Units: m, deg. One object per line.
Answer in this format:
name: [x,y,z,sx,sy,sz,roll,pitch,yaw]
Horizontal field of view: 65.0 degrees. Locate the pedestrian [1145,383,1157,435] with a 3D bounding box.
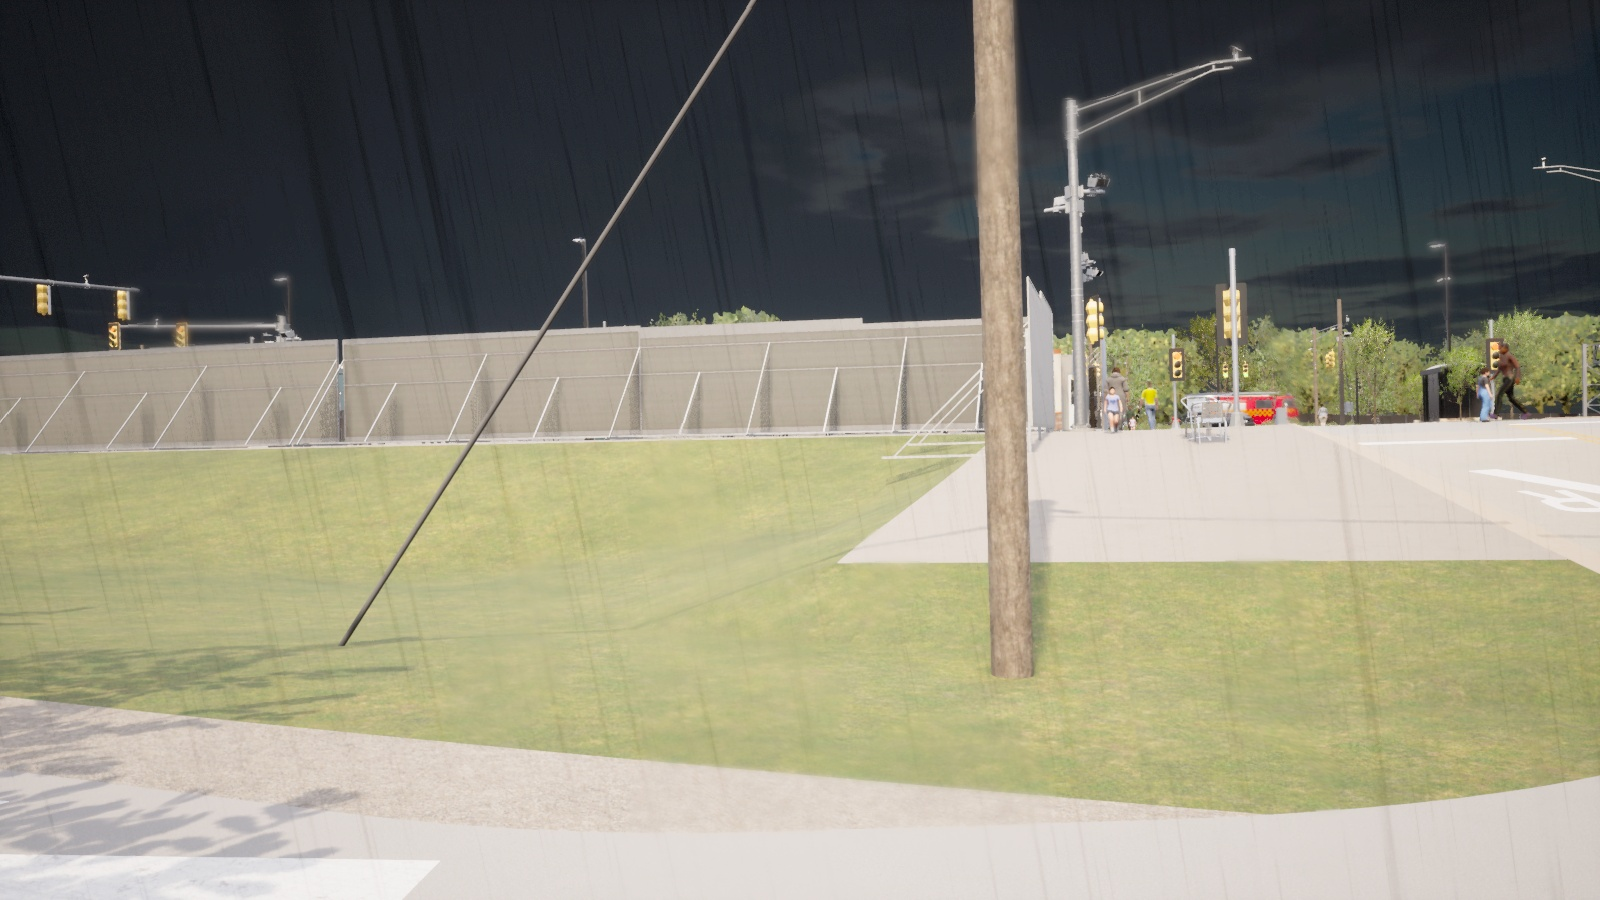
pedestrian: [12.383,-1.438,44.319,0.354,1.836,0.706,-1,0,13]

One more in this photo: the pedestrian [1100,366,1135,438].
pedestrian: [8.816,-1.329,34.848,0.659,1.952,0.873,-1,0,34]

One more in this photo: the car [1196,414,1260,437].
car: [30.727,-1.778,90.404,2.163,1.488,4.792,-2,2,-12]

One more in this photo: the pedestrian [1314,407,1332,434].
pedestrian: [36.432,-2.055,87.511,0.874,1.855,0.900,-1,0,4]

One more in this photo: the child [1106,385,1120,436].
child: [6.905,-0.874,27.685,0.255,1.110,0.394,-1,0,10]

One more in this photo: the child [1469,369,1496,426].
child: [15.404,-1.172,28.346,0.437,1.263,0.270,-1,0,5]

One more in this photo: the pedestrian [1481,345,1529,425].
pedestrian: [16.214,-1.487,28.884,0.869,1.805,0.328,-1,0,7]
